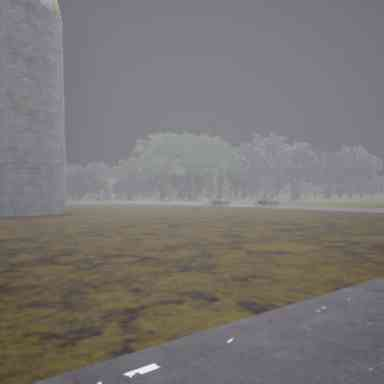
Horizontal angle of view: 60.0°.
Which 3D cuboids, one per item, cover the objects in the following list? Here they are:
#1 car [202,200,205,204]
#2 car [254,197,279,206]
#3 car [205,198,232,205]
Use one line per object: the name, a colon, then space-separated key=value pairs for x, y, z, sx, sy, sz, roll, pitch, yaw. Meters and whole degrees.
car: x=4.272 y=1.897 z=73.363 sx=1.895 sy=1.301 sz=4.718 roll=-2 pitch=0 yaw=-36
car: x=13.491 y=1.722 z=60.447 sx=2.128 sy=1.511 sz=4.902 roll=-2 pitch=1 yaw=-36
car: x=5.679 y=1.956 z=66.663 sx=2.033 sy=1.411 sz=5.357 roll=-2 pitch=0 yaw=-36
